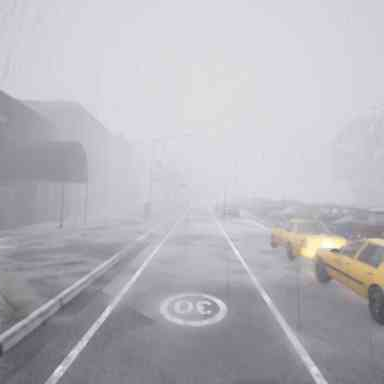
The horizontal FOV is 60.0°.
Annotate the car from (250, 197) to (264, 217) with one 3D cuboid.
[{"bbox_3d":[9.675,1.860,36.612,5.566,2.045,2.435,2,0,1],"label":"car"}]

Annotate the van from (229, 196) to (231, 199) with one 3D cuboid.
[{"bbox_3d":[10.272,2.015,67.443,4.442,1.987,1.878,2,0,1],"label":"van"}]

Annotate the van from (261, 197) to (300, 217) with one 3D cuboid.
[{"bbox_3d":[9.757,1.877,33.808,4.442,1.987,1.878,2,0,1],"label":"van"}]

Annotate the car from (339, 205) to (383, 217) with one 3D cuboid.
[{"bbox_3d":[22.936,2.555,45.207,4.792,1.488,2.163,2,0,1],"label":"car"}]

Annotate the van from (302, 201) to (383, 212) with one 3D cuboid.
[{"bbox_3d":[9.214,1.753,19.795,4.442,1.987,1.878,2,-1,1],"label":"van"}]

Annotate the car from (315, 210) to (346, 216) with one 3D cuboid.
[{"bbox_3d":[9.257,1.949,16.984,5.008,1.535,2.097,2,-1,1],"label":"car"}]

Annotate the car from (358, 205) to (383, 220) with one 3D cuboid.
[{"bbox_3d":[23.028,2.504,39.652,5.366,1.575,1.946,2,0,1],"label":"car"}]

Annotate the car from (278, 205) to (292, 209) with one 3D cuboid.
[{"bbox_3d":[9.476,2.070,25.392,4.792,1.488,2.163,2,-1,1],"label":"car"}]

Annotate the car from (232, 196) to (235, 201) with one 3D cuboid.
[{"bbox_3d":[10.112,1.944,56.231,5.566,2.045,2.435,2,0,1],"label":"car"}]

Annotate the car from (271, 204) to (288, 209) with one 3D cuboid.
[{"bbox_3d":[9.506,2.102,28.200,4.674,1.452,2.002,2,0,1],"label":"car"}]

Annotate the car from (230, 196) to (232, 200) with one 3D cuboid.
[{"bbox_3d":[10.355,2.107,64.636,4.553,1.767,2.185,2,0,1],"label":"car"}]

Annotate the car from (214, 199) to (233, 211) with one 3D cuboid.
[{"bbox_3d":[4.258,2.077,47.381,1.994,1.385,4.181,2,0,1],"label":"car"}]

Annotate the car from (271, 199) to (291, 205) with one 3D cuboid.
[{"bbox_3d":[23.951,2.722,89.753,5.008,1.535,2.097,2,0,1],"label":"car"}]

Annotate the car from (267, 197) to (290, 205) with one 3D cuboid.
[{"bbox_3d":[23.997,2.487,92.541,5.566,2.045,2.435,2,0,1],"label":"car"}]

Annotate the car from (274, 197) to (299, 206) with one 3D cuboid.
[{"bbox_3d":[23.810,2.441,84.188,5.566,2.045,2.435,2,0,1],"label":"car"}]

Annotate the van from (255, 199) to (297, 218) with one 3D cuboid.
[{"bbox_3d":[9.882,1.902,39.412,4.442,1.987,1.878,2,0,1],"label":"van"}]

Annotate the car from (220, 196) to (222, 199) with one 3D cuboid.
[{"bbox_3d":[10.913,2.391,92.661,4.792,1.488,2.163,2,0,1],"label":"car"}]

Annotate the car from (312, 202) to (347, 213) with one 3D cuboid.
[{"bbox_3d":[23.218,2.575,56.308,4.892,1.521,2.231,2,0,1],"label":"car"}]

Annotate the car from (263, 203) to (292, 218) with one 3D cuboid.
[{"bbox_3d":[9.578,2.083,31.003,4.892,1.521,2.231,2,0,1],"label":"car"}]

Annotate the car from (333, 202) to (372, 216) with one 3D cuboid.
[{"bbox_3d":[23.061,2.413,47.983,4.553,1.767,2.185,2,0,1],"label":"car"}]

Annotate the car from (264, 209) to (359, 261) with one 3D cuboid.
[{"bbox_3d":[4.434,1.727,13.386,1.801,1.575,5.366,2,-1,1],"label":"car"}]

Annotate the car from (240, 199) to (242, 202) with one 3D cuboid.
[{"bbox_3d":[10.004,2.212,50.624,4.674,1.452,2.002,2,0,1],"label":"car"}]

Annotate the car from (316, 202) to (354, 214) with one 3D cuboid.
[{"bbox_3d":[22.965,2.553,53.536,5.366,1.575,1.946,2,0,1],"label":"car"}]

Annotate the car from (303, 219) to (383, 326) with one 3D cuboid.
[{"bbox_3d":[4.294,1.662,7.380,1.801,1.575,5.366,2,-1,1],"label":"car"}]

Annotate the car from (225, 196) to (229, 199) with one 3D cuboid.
[{"bbox_3d":[10.539,2.309,75.847,4.792,1.488,2.163,2,0,1],"label":"car"}]

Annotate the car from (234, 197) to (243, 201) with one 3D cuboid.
[{"bbox_3d":[10.049,1.932,53.428,5.566,2.045,2.435,2,0,1],"label":"car"}]

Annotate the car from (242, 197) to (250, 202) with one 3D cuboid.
[{"bbox_3d":[9.981,2.035,47.821,4.553,1.767,2.185,2,0,1],"label":"car"}]

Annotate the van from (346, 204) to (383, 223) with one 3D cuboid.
[{"bbox_3d":[9.323,1.693,14.181,4.442,1.987,1.878,2,-1,1],"label":"van"}]

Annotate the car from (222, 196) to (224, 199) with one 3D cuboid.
[{"bbox_3d":[10.942,2.318,84.250,5.366,1.575,1.946,2,0,1],"label":"car"}]

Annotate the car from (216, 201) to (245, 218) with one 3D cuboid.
[{"bbox_3d":[4.002,1.985,35.363,2.033,1.411,5.357,2,0,2],"label":"car"}]

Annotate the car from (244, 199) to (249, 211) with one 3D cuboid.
[{"bbox_3d":[9.877,2.149,45.019,4.892,1.521,2.231,2,0,1],"label":"car"}]

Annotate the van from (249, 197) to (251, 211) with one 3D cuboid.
[{"bbox_3d":[9.944,1.914,42.214,4.442,1.987,1.878,2,0,1],"label":"van"}]

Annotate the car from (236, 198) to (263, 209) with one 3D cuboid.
[{"bbox_3d":[10.168,2.082,59.033,4.553,1.767,2.185,2,0,1],"label":"car"}]

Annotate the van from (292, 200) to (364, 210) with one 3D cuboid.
[{"bbox_3d":[9.509,1.789,22.591,4.442,1.987,1.878,2,-1,1],"label":"van"}]

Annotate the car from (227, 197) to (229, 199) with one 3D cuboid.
[{"bbox_3d":[10.439,2.256,70.242,5.008,1.535,2.097,2,0,1],"label":"car"}]

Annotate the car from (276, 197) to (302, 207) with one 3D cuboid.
[{"bbox_3d":[23.752,2.429,81.526,5.566,2.045,2.435,2,0,1],"label":"car"}]
